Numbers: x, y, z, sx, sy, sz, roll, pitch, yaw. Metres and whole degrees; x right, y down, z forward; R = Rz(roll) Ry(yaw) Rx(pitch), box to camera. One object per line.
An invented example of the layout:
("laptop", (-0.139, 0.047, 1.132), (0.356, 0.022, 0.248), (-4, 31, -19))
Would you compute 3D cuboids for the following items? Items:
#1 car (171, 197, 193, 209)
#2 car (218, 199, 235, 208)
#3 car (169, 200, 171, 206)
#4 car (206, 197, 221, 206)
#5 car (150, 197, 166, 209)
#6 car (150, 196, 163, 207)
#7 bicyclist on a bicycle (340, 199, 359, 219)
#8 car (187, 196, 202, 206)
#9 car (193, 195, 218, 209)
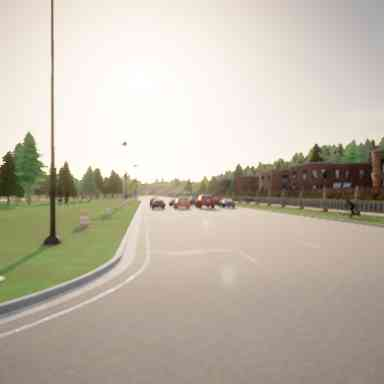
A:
("car", (-1.535, 1.604, 50.123), (2.097, 1.767, 4.553), (0, 0, -7))
("car", (5.370, 1.743, 51.297), (1.812, 1.442, 4.674), (0, 0, -7))
("car", (-3.006, 1.873, 60.250), (1.994, 1.385, 4.181), (0, 0, -8))
("car", (3.926, 1.778, 61.221), (1.837, 1.490, 4.892), (0, 0, -8))
("car", (-4.977, 1.773, 49.447), (1.837, 1.490, 4.892), (0, 0, -8))
("car", (-6.469, 1.678, 59.735), (2.097, 1.767, 4.553), (0, 0, -8))
("bicyclist on a bicycle", (12.810, 1.360, 27.092), (1.656, 1.620, 0.582), (-1, 0, -8))
("car", (0.463, 1.643, 60.706), (2.097, 1.767, 4.553), (0, 0, -8))
("car", (1.966, 1.454, 50.334), (2.150, 2.045, 5.566), (0, 0, -8))
